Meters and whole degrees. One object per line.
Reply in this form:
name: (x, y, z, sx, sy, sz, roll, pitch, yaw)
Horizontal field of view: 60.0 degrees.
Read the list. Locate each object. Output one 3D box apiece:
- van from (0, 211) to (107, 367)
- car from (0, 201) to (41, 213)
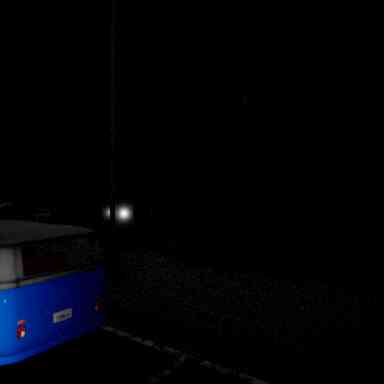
van: (-3.158, 1.342, 5.330, 3.998, 1.788, 1.690, 0, 0, 36)
car: (-15.368, 1.526, 28.477, 1.812, 1.442, 4.674, 0, 0, 33)
